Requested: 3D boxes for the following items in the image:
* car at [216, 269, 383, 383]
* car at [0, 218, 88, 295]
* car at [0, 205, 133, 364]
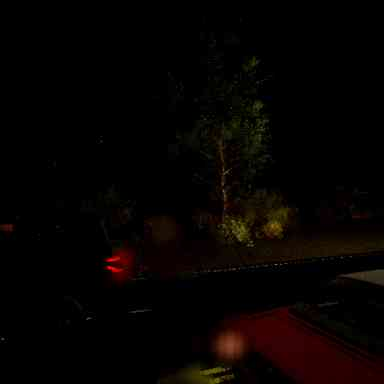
[{"bbox_3d":[2.756,1.605,3.732,4.718,1.301,1.895,0,0,-24],"label":"car"},{"bbox_3d":[-5.194,1.527,7.835,5.008,1.535,1.882,-1,-2,-24],"label":"car"},{"bbox_3d":[-3.663,1.236,4.730,5.566,2.045,2.150,0,0,-23],"label":"car"}]
